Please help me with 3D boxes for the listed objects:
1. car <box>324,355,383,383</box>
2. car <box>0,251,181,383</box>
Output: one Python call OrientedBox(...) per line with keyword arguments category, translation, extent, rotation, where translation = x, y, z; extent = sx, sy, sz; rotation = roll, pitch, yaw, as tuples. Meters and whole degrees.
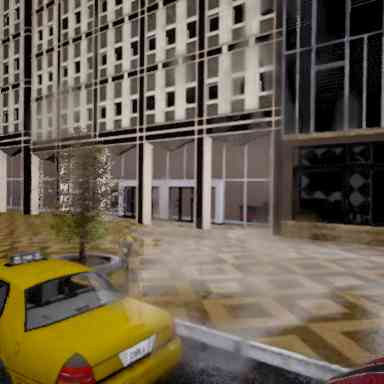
OrientedBox(category="car", translation=(2.359, 1.448, 1.181), extent=(4.097, 1.590, 1.967), rotation=(0, 1, 36))
OrientedBox(category="car", translation=(-2.406, 1.499, 4.581), extent=(4.829, 1.417, 1.752), rotation=(0, 1, 36))
